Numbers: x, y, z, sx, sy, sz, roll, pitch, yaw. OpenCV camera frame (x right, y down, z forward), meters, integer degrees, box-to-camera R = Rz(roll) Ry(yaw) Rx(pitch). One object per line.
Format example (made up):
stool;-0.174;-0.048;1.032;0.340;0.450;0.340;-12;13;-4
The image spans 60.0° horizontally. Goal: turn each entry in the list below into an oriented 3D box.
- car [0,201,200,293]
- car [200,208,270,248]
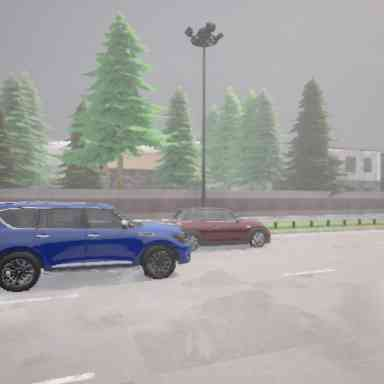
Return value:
car;-2.847;1.272;9.020;5.566;2.045;2.150;0;0;-21
car;1.083;1.454;14.263;4.553;1.767;2.097;0;0;-21
